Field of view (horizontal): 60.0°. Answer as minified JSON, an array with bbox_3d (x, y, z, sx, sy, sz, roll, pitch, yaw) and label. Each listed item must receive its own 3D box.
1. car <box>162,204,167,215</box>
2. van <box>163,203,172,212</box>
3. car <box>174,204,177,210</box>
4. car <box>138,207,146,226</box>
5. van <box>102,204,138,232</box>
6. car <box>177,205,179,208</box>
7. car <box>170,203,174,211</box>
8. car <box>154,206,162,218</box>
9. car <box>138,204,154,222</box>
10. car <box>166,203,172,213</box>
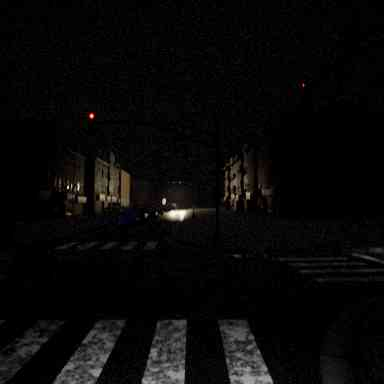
[{"bbox_3d":[-5.469,3.033,53.862,1.802,1.307,4.206,2,-2,0],"label":"car"},{"bbox_3d":[-5.516,3.498,75.019,1.690,1.788,3.998,1,-2,0],"label":"van"},{"bbox_3d":[-5.547,4.082,85.587,2.008,1.369,4.403,1,-2,0],"label":"car"},{"bbox_3d":[-5.404,2.210,27.728,2.008,1.369,4.403,2,-2,0],"label":"car"},{"bbox_3d":[-5.390,1.904,24.415,1.690,1.788,3.998,2,-2,0],"label":"van"},{"bbox_3d":[-5.555,4.038,90.880,2.192,1.841,5.009,1,-2,0],"label":"car"},{"bbox_3d":[-5.505,3.416,69.729,1.967,1.590,4.097,1,-2,0],"label":"car"},{"bbox_3d":[-5.442,2.665,43.287,1.887,1.381,4.507,2,-2,0],"label":"car"},{"bbox_3d":[-5.409,2.119,32.718,2.192,1.841,5.009,2,-2,0],"label":"car"},{"bbox_3d":[-5.494,3.342,64.438,1.887,1.381,4.507,1,-2,0],"label":"car"}]
